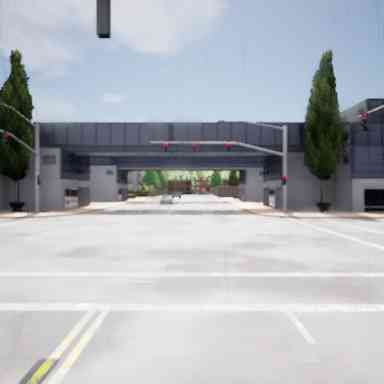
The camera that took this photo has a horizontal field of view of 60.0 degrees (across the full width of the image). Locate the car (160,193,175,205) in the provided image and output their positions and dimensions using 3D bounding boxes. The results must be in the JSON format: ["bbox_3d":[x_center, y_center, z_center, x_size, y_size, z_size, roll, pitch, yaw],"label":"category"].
[{"bbox_3d":[-3.818,1.292,50.661,1.895,1.301,4.718,0,0,1],"label":"car"}]

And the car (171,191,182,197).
[{"bbox_3d":[-3.514,0.659,76.756,2.150,2.045,5.566,0,0,1],"label":"car"}]
